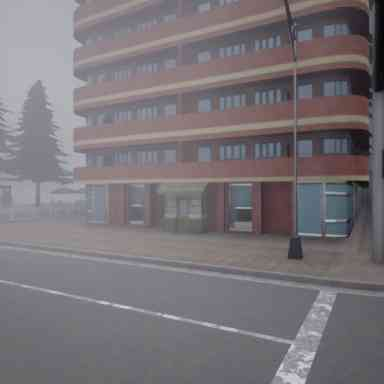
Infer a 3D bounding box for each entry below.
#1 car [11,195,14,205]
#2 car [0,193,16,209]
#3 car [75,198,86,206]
[{"bbox_3d":[-24.632,1.447,40.172,1.837,1.490,4.892,0,0,29],"label":"car"},{"bbox_3d":[-26.540,1.165,43.977,2.150,2.045,5.566,0,0,29],"label":"car"},{"bbox_3d":[-13.455,1.492,45.517,2.033,1.411,5.357,0,0,31],"label":"car"}]
